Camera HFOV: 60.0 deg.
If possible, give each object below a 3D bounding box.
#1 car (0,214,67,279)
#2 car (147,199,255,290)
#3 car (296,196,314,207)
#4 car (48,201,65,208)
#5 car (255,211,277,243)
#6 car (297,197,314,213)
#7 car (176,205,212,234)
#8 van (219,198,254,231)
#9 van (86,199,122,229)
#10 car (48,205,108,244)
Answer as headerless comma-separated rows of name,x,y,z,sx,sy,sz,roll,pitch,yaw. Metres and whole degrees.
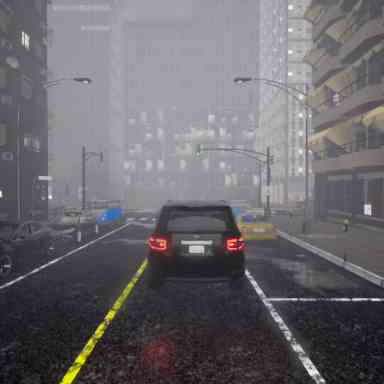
car,-5.669,1.565,10.028,1.947,1.339,4.313,-1,0,0
car,0.107,1.220,9.228,2.150,2.045,5.566,0,0,0
car,15.364,1.342,40.469,5.009,1.841,2.192,0,0,1
car,-16.122,1.495,34.961,5.357,1.411,2.033,0,1,1
car,2.729,1.524,15.746,1.752,1.417,4.829,-1,0,0
car,14.930,1.587,37.872,4.674,1.442,1.812,0,1,-1
car,0.132,1.562,20.121,1.994,1.385,4.181,0,0,1
van,2.743,1.339,21.177,1.690,1.788,3.998,-1,0,0
van,-5.637,1.339,21.232,1.690,1.788,3.998,-1,0,0
car,-5.652,1.549,15.631,2.008,1.369,4.403,-1,0,0
